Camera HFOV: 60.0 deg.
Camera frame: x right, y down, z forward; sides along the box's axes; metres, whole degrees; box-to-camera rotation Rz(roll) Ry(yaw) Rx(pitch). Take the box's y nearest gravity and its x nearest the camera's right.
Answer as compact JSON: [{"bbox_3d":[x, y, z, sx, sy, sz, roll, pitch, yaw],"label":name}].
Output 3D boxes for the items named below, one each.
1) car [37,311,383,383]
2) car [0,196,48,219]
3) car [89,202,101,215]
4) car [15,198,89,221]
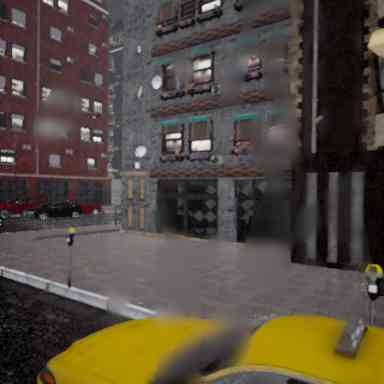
[{"bbox_3d":[0.803,1.518,2.299,4.829,1.417,1.752,1,1,35],"label":"car"},{"bbox_3d":[-14.201,1.228,27.528,2.192,1.841,5.009,0,-1,35],"label":"car"},{"bbox_3d":[-10.930,1.561,32.184,1.887,1.381,4.507,0,-1,35],"label":"car"},{"bbox_3d":[-11.270,1.488,27.170,1.837,1.490,4.892,1,0,35],"label":"car"}]
